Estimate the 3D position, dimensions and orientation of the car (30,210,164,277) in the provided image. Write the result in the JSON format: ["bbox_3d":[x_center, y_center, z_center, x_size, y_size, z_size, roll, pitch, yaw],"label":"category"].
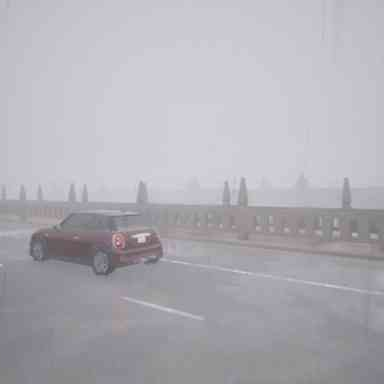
[{"bbox_3d":[-3.137,1.351,10.534,4.553,1.767,2.097,0,0,35],"label":"car"}]
